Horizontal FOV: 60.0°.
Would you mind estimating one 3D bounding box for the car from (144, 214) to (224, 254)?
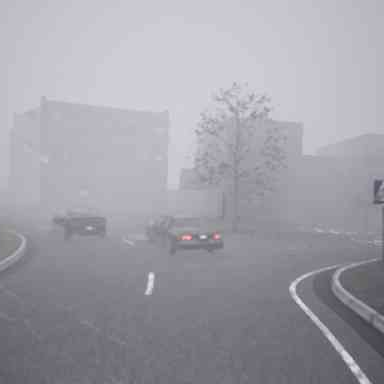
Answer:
[{"bbox_3d":[-0.549,1.638,14.080,2.033,1.411,5.357,1,0,-22],"label":"car"}]

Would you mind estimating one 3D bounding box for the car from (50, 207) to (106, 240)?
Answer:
[{"bbox_3d":[-5.976,1.486,17.233,1.882,1.535,5.008,2,-1,-32],"label":"car"}]
